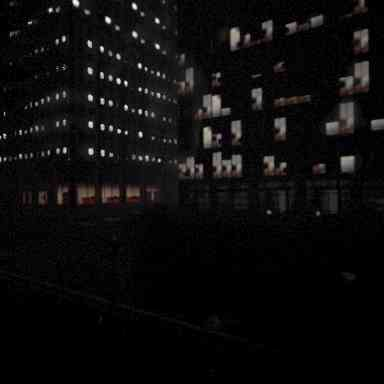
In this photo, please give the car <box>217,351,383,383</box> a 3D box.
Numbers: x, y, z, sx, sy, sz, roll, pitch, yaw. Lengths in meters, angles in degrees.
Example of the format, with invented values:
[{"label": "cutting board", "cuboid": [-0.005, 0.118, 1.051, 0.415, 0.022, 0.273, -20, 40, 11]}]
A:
[{"label": "car", "cuboid": [1.965, 1.552, 1.486, 4.403, 1.369, 2.008, 0, -1, 36]}]
